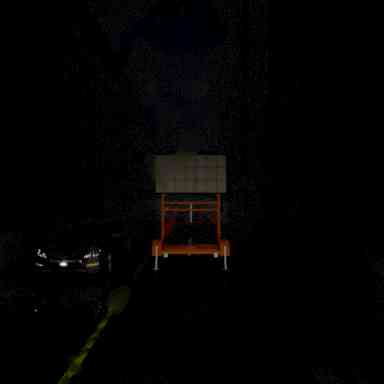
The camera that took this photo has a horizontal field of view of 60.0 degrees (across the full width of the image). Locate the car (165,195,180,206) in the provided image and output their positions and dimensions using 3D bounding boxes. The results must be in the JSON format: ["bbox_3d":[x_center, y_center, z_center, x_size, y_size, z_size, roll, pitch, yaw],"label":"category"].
[{"bbox_3d":[-3.274,1.591,52.623,1.895,1.301,4.718,0,0,0],"label":"car"}]

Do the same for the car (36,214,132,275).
[{"bbox_3d":[-3.134,1.503,10.515,1.837,1.490,4.892,0,0,0],"label":"car"}]

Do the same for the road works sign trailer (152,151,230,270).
[{"bbox_3d":[-0.034,0.463,10.987,2.380,3.560,2.880,0,0,0],"label":"road works sign trailer"}]
